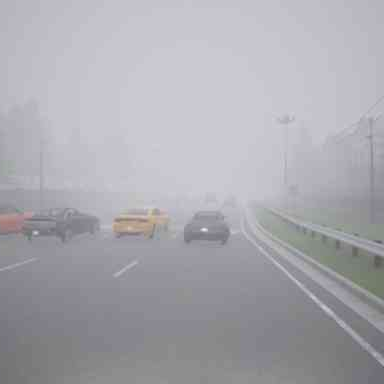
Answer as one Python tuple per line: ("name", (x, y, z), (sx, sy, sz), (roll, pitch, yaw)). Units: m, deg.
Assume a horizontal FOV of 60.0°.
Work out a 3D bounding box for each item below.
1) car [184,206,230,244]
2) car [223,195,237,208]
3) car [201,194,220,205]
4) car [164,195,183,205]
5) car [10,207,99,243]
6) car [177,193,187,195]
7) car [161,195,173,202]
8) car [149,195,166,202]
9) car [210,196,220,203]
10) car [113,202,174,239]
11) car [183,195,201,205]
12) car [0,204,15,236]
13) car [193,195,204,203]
("car", (0.819, 1.591, 16.200), (1.994, 1.385, 4.181), (0, 0, 8))
("car", (5.793, 1.637, 51.287), (2.033, 1.411, 5.357), (0, 0, 8))
("car", (3.505, 1.322, 60.795), (2.150, 2.045, 5.566), (0, 0, 8))
("car", (-3.368, 1.693, 62.189), (1.895, 1.301, 4.718), (0, 0, 8))
("car", (-6.223, 1.507, 16.394), (2.128, 1.511, 4.902), (0, 0, 8))
("car", (-1.963, 1.167, 72.094), (2.150, 2.045, 5.566), (0, 0, 8))
("car", (-5.433, 1.461, 72.555), (1.812, 1.442, 4.674), (0, 0, 8))
("car", (-6.837, 1.613, 62.651), (1.812, 1.442, 4.674), (0, 0, 8))
("car", (4.967, 1.547, 71.111), (1.895, 1.301, 4.718), (0, 0, 8))
("car", (-2.518, 1.501, 17.592), (1.882, 1.535, 5.008), (0, 0, 8))
("car", (0.093, 1.661, 61.668), (1.994, 1.385, 4.181), (0, 0, 8))
("car", (-9.717, 1.363, 16.693), (2.097, 1.767, 4.553), (0, 0, 8))
("car", (1.497, 1.447, 71.573), (1.837, 1.490, 4.892), (0, 0, 8))
